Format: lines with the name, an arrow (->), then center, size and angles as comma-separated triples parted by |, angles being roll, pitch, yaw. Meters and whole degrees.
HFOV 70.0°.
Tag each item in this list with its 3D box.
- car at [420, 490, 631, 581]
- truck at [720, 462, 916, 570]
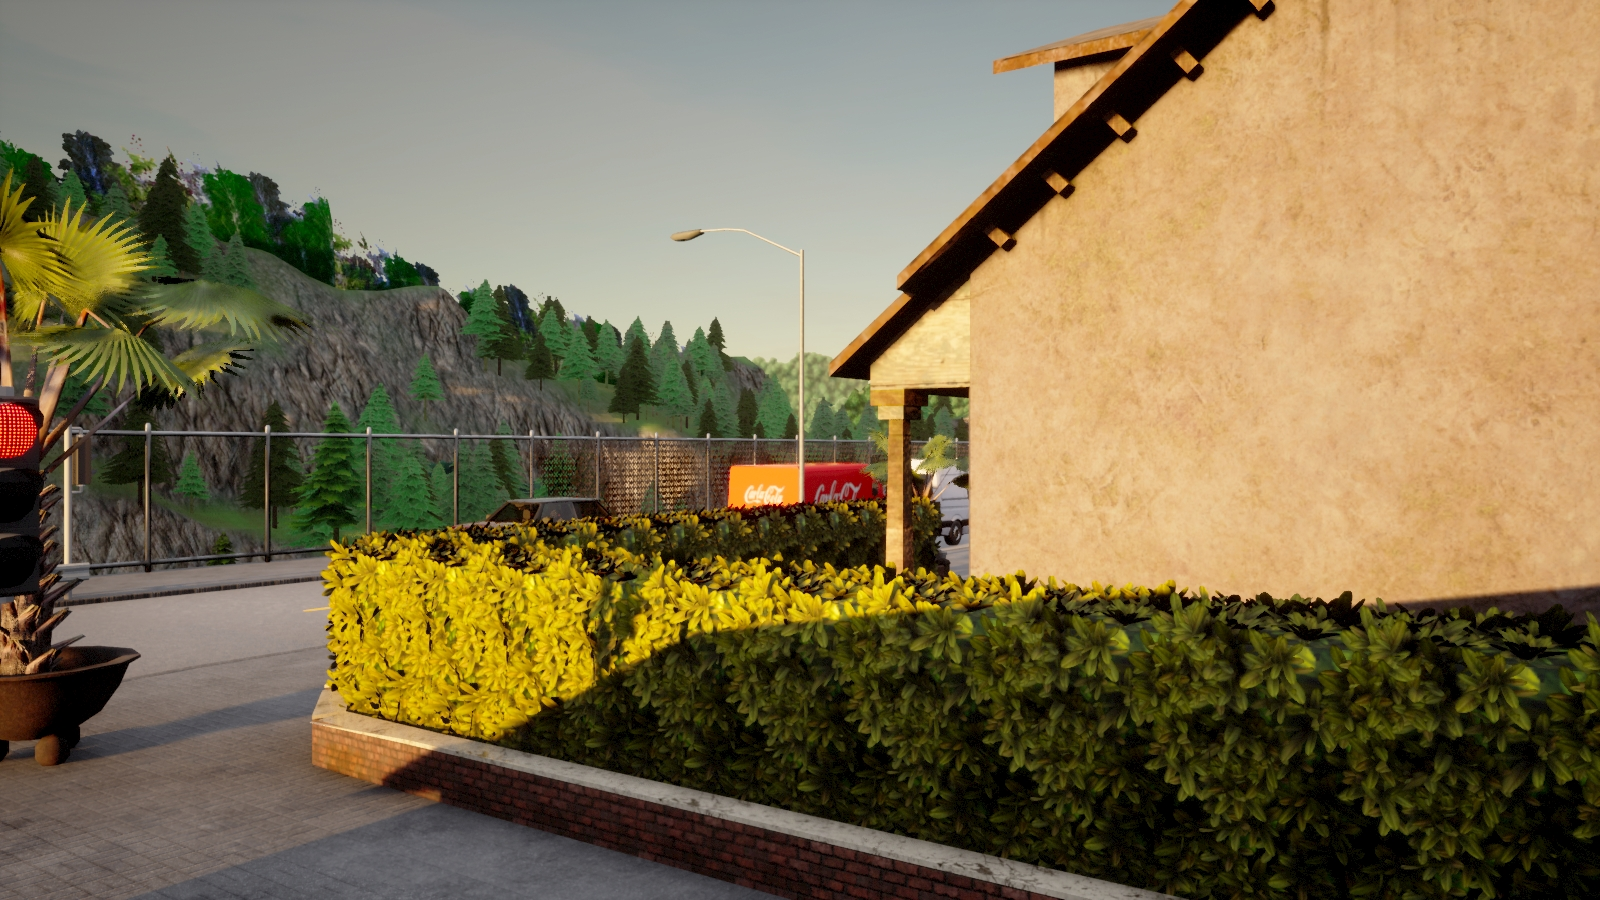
car -> -6.312, 1.906, 26.765 | 2.097, 1.767, 4.553 | 0, 0, 35
truck -> 0.584, 1.568, 29.600 | 2.627, 2.467, 5.204 | 0, 0, 35
